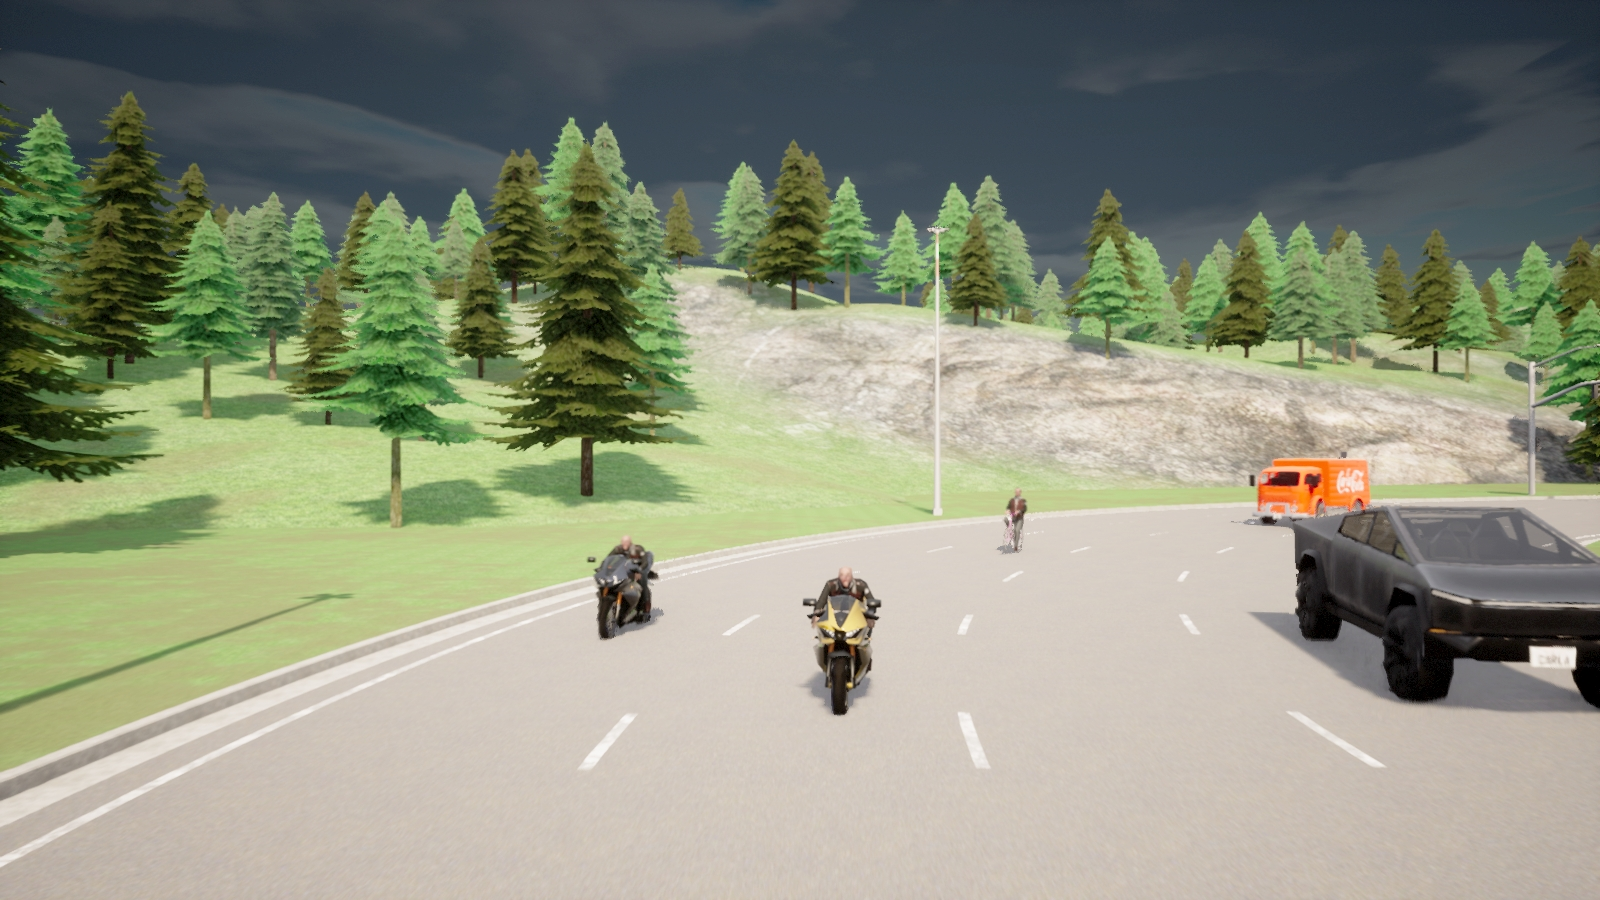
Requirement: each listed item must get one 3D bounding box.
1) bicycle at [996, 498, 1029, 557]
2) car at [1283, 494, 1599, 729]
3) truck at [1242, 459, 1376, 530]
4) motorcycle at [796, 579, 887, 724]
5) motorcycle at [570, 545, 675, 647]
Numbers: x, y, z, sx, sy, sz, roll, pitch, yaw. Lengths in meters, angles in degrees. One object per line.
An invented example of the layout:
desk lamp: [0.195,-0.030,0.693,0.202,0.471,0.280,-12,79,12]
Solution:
bicycle: [5.711,2.048,30.598,0.329,1.471,1.835,2,1,27]
car: [8.187,1.747,14.622,2.390,2.098,6.274,0,0,10]
truck: [18.922,1.554,42.380,5.204,2.467,2.627,0,0,-42]
motorcycle: [0.511,2.200,12.891,0.867,1.251,2.209,0,0,6]
motorcycle: [-2.689,2.197,17.599,0.867,1.251,2.209,1,0,11]
